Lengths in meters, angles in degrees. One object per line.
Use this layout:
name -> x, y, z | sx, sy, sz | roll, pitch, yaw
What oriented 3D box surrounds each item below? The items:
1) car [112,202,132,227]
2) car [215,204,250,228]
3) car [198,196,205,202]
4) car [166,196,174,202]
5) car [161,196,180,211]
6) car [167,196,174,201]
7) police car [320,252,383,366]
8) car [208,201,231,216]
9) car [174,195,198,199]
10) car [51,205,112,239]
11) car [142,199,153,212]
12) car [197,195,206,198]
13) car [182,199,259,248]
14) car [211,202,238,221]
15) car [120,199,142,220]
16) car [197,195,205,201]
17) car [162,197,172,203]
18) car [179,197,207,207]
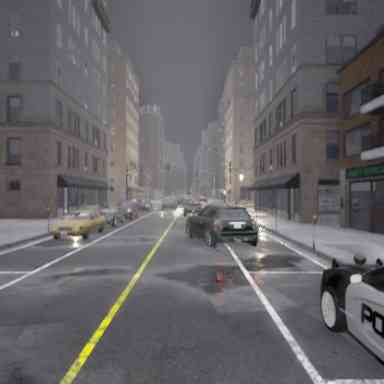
car -> -5.818, 1.609, 23.196 | 2.008, 1.369, 4.403 | 0, 0, 0
car -> 2.709, 1.603, 23.193 | 1.887, 1.381, 4.507 | 0, 0, 0
car -> 2.559, 1.836, 89.286 | 1.752, 1.417, 4.829 | 0, 0, 0
car -> -5.965, 1.853, 89.053 | 1.887, 1.381, 4.507 | 0, 0, 0
car -> -2.941, 1.602, 43.470 | 1.882, 1.535, 5.008 | 0, 0, 0
car -> -6.010, 1.921, 94.560 | 1.802, 1.307, 4.206 | 0, 0, 0
police car -> 3.139, 1.434, 3.923 | 1.930, 1.638, 5.238 | 0, 0, 0
car -> 2.723, 1.642, 34.176 | 2.008, 1.369, 4.403 | 0, 0, 0
car -> -1.345, 1.590, 51.694 | 2.128, 1.511, 4.902 | 1, 0, -20
car -> -5.826, 1.568, 17.534 | 1.752, 1.417, 4.829 | 0, 0, 0
car -> -5.794, 1.549, 39.676 | 1.967, 1.590, 4.097 | 0, 0, 0
car -> 2.649, 1.800, 78.102 | 1.887, 1.381, 4.507 | 0, 0, 0
car -> 1.223, 1.388, 15.253 | 2.097, 1.767, 4.553 | 0, 0, -16
car -> 2.716, 1.619, 28.684 | 1.887, 1.381, 4.507 | 0, 0, 0
car -> -5.809, 1.515, 28.689 | 1.967, 1.590, 4.097 | 0, 0, 0
car -> 2.516, 1.655, 94.624 | 2.192, 1.841, 5.009 | 0, 0, 0
car -> -5.876, 1.805, 78.037 | 2.008, 1.369, 4.403 | 0, 0, 0
car -> 0.136, 1.582, 33.386 | 2.128, 1.511, 4.902 | 0, 0, 0
